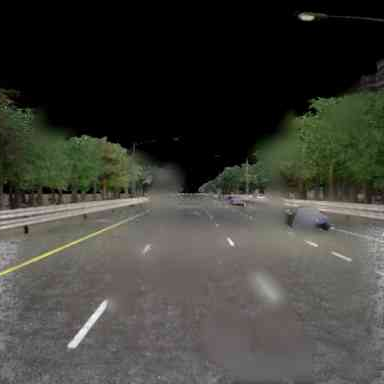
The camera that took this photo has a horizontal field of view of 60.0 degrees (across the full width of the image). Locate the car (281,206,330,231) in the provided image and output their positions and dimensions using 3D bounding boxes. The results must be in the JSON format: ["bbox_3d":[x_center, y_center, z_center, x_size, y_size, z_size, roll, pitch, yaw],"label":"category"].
[{"bbox_3d":[7.005,1.593,20.921,1.994,1.385,4.181,0,0,0],"label":"car"}]

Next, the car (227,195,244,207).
[{"bbox_3d":[7.018,1.609,52.910,2.033,1.411,5.357,0,0,0],"label":"car"}]
